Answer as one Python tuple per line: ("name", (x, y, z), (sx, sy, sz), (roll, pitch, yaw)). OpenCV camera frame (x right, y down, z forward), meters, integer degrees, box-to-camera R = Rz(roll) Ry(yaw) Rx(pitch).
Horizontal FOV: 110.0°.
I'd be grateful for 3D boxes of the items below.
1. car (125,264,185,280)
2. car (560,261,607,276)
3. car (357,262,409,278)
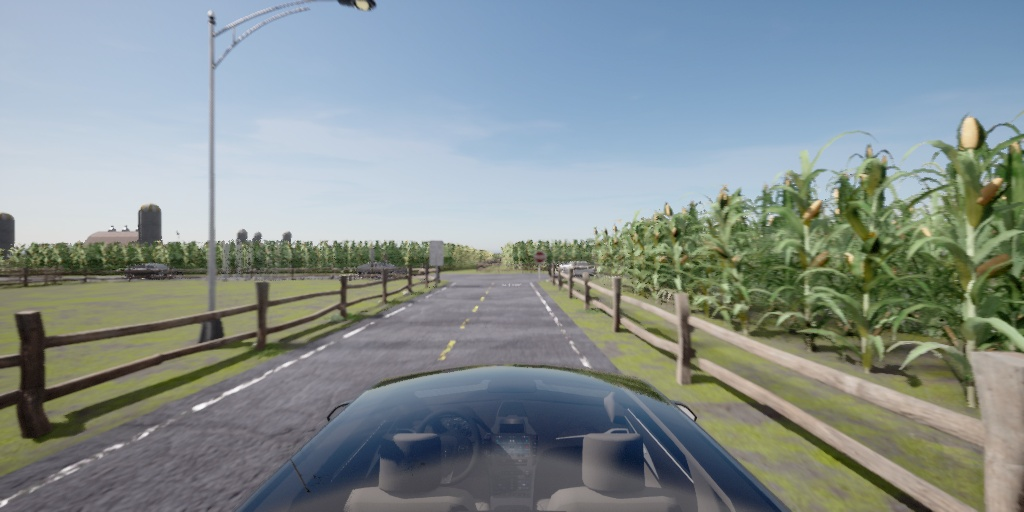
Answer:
("car", (-35.124, 1.518, 35.346), (4.892, 1.490, 1.837), (0, 0, 0))
("car", (6.956, 1.217, 35.280), (4.674, 1.442, 1.812), (0, 0, 0))
("car", (-12.660, 1.360, 35.311), (4.902, 1.511, 2.128), (0, 0, 0))
